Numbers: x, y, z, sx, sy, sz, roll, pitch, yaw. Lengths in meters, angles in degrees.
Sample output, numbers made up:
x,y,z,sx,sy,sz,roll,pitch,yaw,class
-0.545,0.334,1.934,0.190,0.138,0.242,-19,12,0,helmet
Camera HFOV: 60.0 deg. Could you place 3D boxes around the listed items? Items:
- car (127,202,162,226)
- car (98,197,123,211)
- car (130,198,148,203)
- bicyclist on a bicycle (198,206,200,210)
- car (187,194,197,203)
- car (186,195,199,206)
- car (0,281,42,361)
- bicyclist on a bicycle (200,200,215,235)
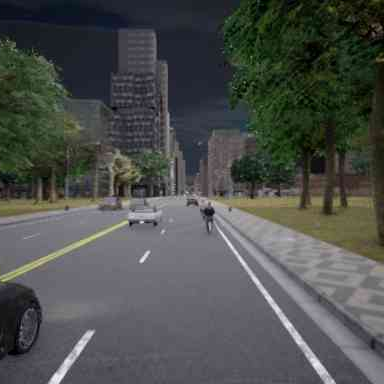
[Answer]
x,y,z,sx,sy,sz,roll,pitch,yaw,class
-3.158,1.598,23.186,1.895,1.301,4.718,0,0,0,car
-9.849,1.367,40.383,2.097,1.767,4.553,0,0,0,car
-6.598,1.523,41.696,1.837,1.490,4.892,0,0,0,car
0.885,1.436,26.312,0.866,1.612,1.509,0,0,0,bicyclist on a bicycle
-0.024,1.443,73.578,2.097,1.767,4.553,0,0,0,car
0.082,1.550,55.434,1.837,1.490,4.892,0,0,0,car
-3.165,1.524,3.088,1.812,1.442,4.674,0,0,0,car
0.888,1.366,16.993,0.659,1.776,1.843,0,0,0,bicyclist on a bicycle
